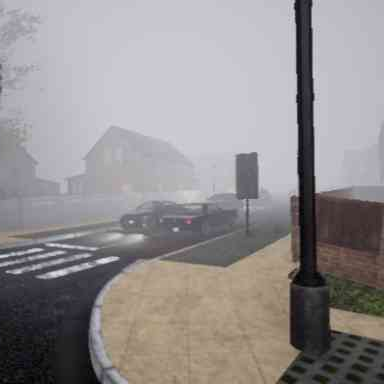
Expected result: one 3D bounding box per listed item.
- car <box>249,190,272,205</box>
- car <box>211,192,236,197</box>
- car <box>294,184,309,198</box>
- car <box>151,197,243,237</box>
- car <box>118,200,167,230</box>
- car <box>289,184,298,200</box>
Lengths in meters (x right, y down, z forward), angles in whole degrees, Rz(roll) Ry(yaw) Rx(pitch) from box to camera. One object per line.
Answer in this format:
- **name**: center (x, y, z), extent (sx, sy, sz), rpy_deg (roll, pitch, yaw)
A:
- **car**: center (7.008, 0.523, 34.402), extent (1.882, 1.535, 5.008), rpy_deg (-1, 1, 24)
- **car**: center (2.281, 0.808, 24.603), extent (1.882, 1.535, 5.008), rpy_deg (-1, 1, 27)
- **car**: center (17.320, -0.254, 52.600), extent (2.150, 2.045, 5.566), rpy_deg (-1, 1, 19)
- **car**: center (0.444, 1.129, 14.988), extent (1.895, 1.301, 4.718), rpy_deg (-1, 1, 30)
- **car**: center (-1.820, 1.134, 16.957), extent (1.994, 1.385, 4.181), rpy_deg (-1, 1, 30)
- **car**: center (13.967, 0.082, 43.437), extent (2.097, 1.767, 4.553), rpy_deg (-1, 1, 22)
